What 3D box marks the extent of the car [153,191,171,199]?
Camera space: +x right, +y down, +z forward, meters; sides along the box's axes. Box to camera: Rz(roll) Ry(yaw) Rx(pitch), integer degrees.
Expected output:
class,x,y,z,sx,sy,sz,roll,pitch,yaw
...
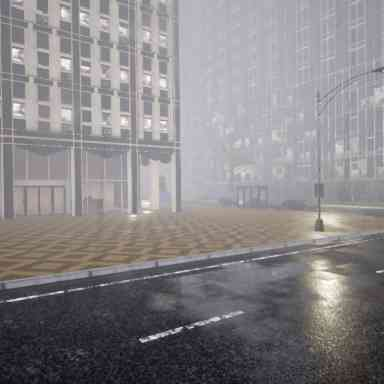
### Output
class,x,y,z,sx,sy,sz,roll,pitch,yaw
car,-7.115,0.615,78.154,2.192,1.841,5.009,0,1,-34

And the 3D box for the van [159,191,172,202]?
class,x,y,z,sx,sy,sz,roll,pitch,yaw
van,-4.368,0.937,59.357,1.690,1.788,3.998,0,1,-34

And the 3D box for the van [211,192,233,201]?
class,x,y,z,sx,sy,sz,roll,pitch,yaw
van,5.757,0.855,59.415,1.690,1.788,3.998,0,1,-34

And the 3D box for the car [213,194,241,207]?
class,x,y,z,sx,sy,sz,roll,pitch,yaw
car,5.241,1.319,45.276,1.947,1.339,4.313,0,1,-34

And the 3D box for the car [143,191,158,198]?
class,x,y,z,sx,sy,sz,roll,pitch,yaw
car,-10.333,0.686,82.840,1.967,1.590,4.097,0,1,-34

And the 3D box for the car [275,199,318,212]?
class,x,y,z,sx,sy,sz,roll,pitch,yaw
car,11.615,1.424,35.862,1.947,1.339,4.313,0,1,-34

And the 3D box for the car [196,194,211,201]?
class,x,y,z,sx,sy,sz,roll,pitch,yaw
car,2.540,1.043,64.103,1.802,1.307,4.206,0,1,-34

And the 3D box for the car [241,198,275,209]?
class,x,y,z,sx,sy,sz,roll,pitch,yaw
car,8.411,1.388,40.559,1.802,1.307,4.206,0,1,-34

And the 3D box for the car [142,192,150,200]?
class,x,y,z,sx,sy,sz,roll,pitch,yaw
car,-10.804,1.039,68.729,2.008,1.369,4.403,0,1,-34
